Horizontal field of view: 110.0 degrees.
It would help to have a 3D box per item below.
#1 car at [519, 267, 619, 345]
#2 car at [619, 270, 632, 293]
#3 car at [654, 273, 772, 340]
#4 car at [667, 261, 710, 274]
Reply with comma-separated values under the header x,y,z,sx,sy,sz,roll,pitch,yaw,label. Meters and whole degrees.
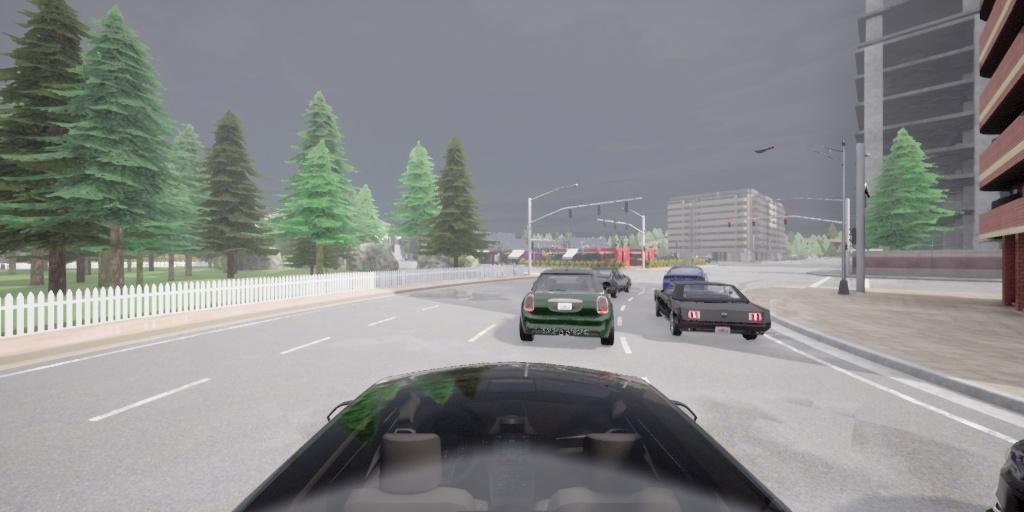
x,y,z,sx,sy,sz,roll,pitch,yaw,label
1.587,1.101,9.768,2.097,1.767,4.553,0,0,12,car
4.807,1.295,18.532,2.033,1.411,5.357,0,0,29,car
5.216,1.349,10.072,1.895,1.301,4.718,0,0,14,car
9.062,1.225,18.590,1.882,1.535,5.008,0,0,30,car
